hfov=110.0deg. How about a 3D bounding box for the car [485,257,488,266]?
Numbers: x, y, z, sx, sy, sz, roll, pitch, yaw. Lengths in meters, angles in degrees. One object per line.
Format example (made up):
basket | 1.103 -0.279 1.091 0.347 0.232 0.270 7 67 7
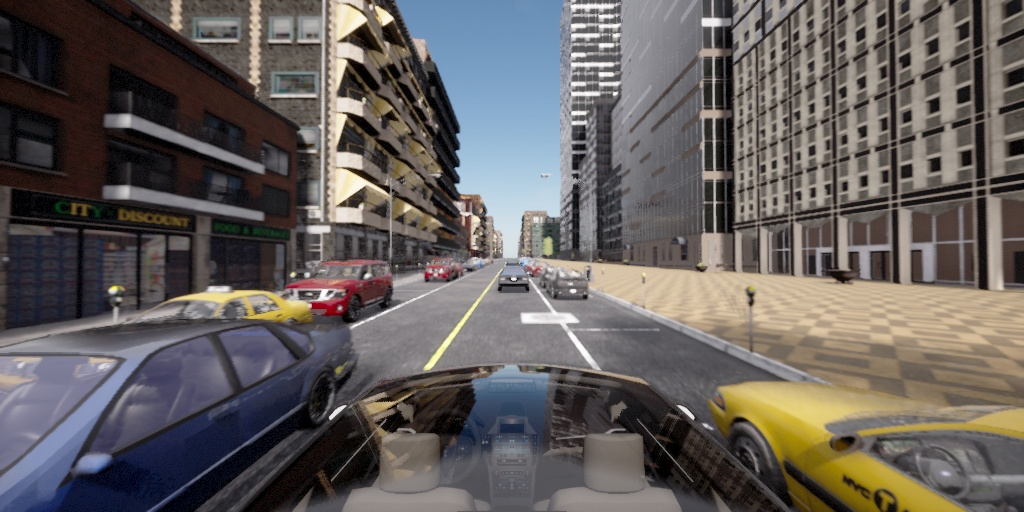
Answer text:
car | -5.686 1.312 62.392 1.751 1.417 4.829 0 0 0

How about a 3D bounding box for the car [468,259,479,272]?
car | -5.687 1.340 45.853 1.948 1.339 4.313 0 0 0

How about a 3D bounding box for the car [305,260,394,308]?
car | -5.689 1.070 12.436 2.192 1.841 5.009 0 0 0

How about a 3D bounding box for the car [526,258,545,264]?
car | 2.693 1.207 34.712 1.967 1.591 4.097 0 0 0

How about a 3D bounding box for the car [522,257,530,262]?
car | 2.694 1.214 45.852 1.967 1.591 4.097 0 0 0

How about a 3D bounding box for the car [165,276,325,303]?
car | -5.689 1.278 6.695 1.751 1.417 4.829 0 0 0

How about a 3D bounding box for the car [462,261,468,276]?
car | -5.688 1.312 34.713 1.888 1.381 4.507 0 0 0

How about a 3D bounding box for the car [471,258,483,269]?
car | -5.687 1.329 51.422 2.007 1.370 4.403 0 0 0

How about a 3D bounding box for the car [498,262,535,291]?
car | 0.100 1.308 22.214 2.033 1.411 5.357 0 0 0

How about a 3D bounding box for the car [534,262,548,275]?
car | 2.693 1.312 23.572 2.007 1.370 4.403 0 0 0

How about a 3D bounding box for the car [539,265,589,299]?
car | 2.692 1.308 18.004 2.007 1.370 4.403 0 0 0

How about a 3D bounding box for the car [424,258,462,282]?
car | -5.688 1.079 29.143 2.192 1.841 5.009 0 0 0

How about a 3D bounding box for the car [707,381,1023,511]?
car | 2.691 1.275 1.465 1.751 1.417 4.829 0 0 0

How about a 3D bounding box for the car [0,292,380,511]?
car | -3.100 1.298 2.867 2.033 1.411 5.357 0 0 0

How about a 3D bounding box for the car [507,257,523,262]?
car | 0.103 1.253 47.626 1.882 1.535 5.008 0 0 0

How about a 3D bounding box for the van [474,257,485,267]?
van | -5.687 1.123 56.993 1.690 1.789 3.998 0 0 0
